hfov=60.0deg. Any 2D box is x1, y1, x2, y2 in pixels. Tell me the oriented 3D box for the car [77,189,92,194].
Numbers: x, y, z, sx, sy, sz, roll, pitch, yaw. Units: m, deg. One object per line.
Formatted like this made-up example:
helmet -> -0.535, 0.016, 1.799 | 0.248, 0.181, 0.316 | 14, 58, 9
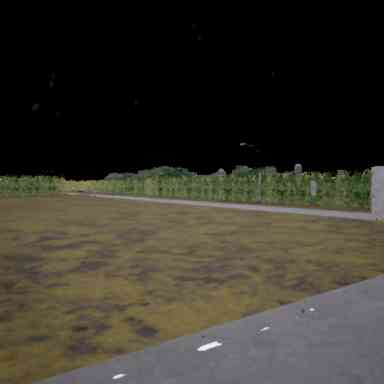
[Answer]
car -> -28.503, -0.178, 89.515 | 2.128, 1.511, 4.902 | 0, 1, -35
